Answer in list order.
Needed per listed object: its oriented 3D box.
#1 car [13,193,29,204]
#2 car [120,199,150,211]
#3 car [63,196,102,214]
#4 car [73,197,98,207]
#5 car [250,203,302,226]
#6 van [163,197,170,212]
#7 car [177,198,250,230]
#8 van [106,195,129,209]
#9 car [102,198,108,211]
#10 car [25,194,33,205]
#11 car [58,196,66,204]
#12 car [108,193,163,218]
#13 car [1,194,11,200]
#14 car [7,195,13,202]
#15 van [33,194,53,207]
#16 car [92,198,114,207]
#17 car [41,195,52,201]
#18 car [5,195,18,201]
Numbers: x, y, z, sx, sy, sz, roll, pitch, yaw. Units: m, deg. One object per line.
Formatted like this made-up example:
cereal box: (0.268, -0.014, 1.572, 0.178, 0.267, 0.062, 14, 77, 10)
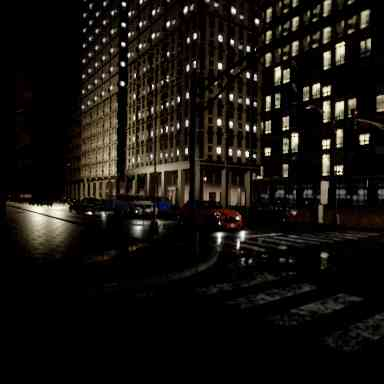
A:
car: (-30.481, 1.151, 60.542, 2.192, 1.841, 5.009, 1, -1, -35)
car: (-7.320, 1.577, 42.339, 2.008, 1.369, 4.403, 1, -1, -35)
car: (-10.891, 1.423, 32.886, 2.008, 1.369, 4.403, 1, -1, -35)
car: (-16.099, 1.511, 50.245, 2.033, 1.411, 5.357, 1, -1, -36)
car: (5.746, 1.498, 23.905, 1.967, 1.590, 4.097, 1, -1, -35)
van: (-4.050, 1.375, 37.732, 1.690, 1.788, 3.998, 1, -1, -35)
car: (1.021, 1.298, 20.516, 2.097, 1.767, 4.553, 1, -1, -34)
van: (-10.582, 1.361, 46.951, 1.690, 1.788, 3.998, 1, -1, -35)
car: (-11.569, 1.422, 38.344, 1.837, 1.490, 4.892, 1, -1, -35)
car: (-23.954, 1.428, 51.321, 1.802, 1.307, 4.206, 1, -1, -35)
car: (-22.231, 1.458, 58.897, 1.837, 1.490, 4.892, 1, -1, -35)
car: (-5.110, 1.152, 29.221, 2.150, 2.045, 5.566, 1, -1, -35)
car: (-46.718, 1.361, 83.447, 1.752, 1.417, 4.829, 1, -1, -35)
car: (-37.017, 1.393, 69.757, 1.947, 1.339, 4.313, 1, -1, -35)
van: (-20.684, 1.193, 46.715, 1.690, 1.788, 3.998, 1, -1, -35)
car: (-13.852, 1.579, 51.557, 1.947, 1.339, 4.313, 1, -1, -35)
car: (-36.712, 1.563, 83.818, 1.802, 1.307, 4.206, 1, -1, -35)
car: (-40.282, 1.374, 74.366, 2.008, 1.369, 4.403, 1, -1, -35)
